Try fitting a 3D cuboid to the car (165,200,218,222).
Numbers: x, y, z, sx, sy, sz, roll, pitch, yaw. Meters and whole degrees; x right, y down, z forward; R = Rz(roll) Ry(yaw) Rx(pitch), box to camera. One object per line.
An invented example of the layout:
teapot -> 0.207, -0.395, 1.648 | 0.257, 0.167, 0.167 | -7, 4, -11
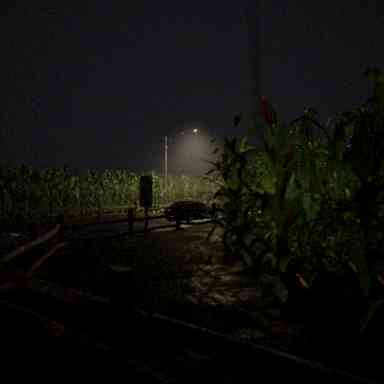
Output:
car -> 0.057, 1.376, 24.076 | 1.837, 1.490, 4.892 | 0, 1, 36
